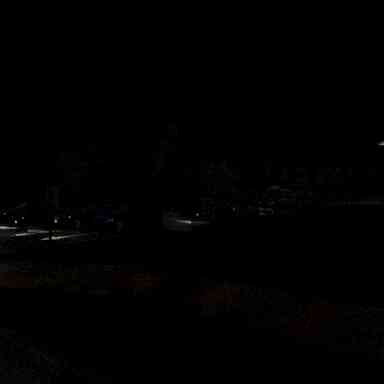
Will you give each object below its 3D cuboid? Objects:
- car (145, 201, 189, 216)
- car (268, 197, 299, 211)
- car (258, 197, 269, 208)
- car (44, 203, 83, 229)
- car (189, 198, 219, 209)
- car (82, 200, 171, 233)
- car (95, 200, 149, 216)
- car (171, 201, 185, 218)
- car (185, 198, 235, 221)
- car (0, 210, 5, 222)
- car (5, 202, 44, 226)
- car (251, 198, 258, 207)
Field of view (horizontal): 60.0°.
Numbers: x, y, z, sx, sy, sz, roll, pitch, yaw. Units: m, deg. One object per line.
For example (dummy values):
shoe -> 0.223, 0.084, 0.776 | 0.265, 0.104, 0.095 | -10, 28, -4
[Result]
car -> -2.425, 1.601, 33.790 | 1.895, 1.301, 4.718 | 0, 0, 36
car -> 11.646, 1.477, 41.192 | 1.882, 1.535, 5.008 | 0, 0, 36
car -> 11.592, 1.507, 47.022 | 1.837, 1.490, 4.892 | 0, -1, 37
car -> -6.725, 1.491, 21.938 | 2.128, 1.511, 4.902 | 0, 0, 36
car -> 1.744, 1.525, 45.434 | 1.812, 1.442, 4.674 | 0, 0, 36
car -> -3.760, 1.477, 20.064 | 1.882, 1.535, 5.008 | 0, 0, 36
car -> -6.952, 1.547, 33.517 | 2.033, 1.411, 5.357 | 0, 0, 36
car -> -0.891, 1.600, 29.950 | 1.895, 1.301, 4.718 | 0, 0, 36
car -> 1.823, 1.503, 27.732 | 1.837, 1.490, 4.892 | 0, 0, 36
car -> -12.614, 1.525, 25.742 | 1.812, 1.442, 4.674 | 0, 0, 36
car -> -9.817, 1.547, 23.637 | 2.033, 1.411, 5.357 | 0, 0, 36
car -> 10.995, 1.507, 52.093 | 1.837, 1.490, 4.892 | 0, -1, 37
